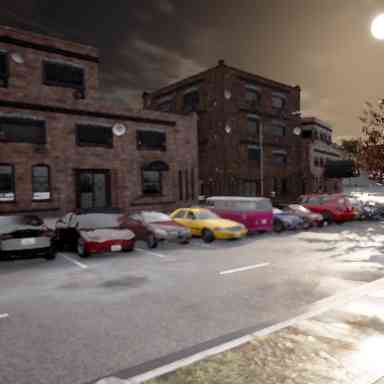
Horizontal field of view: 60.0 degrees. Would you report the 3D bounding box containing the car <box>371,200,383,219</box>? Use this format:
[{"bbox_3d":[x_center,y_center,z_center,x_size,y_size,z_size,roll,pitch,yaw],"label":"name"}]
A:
[{"bbox_3d":[12.737,1.312,27.249,2.185,1.767,4.553,0,0,-41],"label":"car"}]

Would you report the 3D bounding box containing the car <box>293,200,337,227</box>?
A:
[{"bbox_3d":[6.525,1.509,21.852,2.163,1.488,4.792,0,0,-40],"label":"car"}]

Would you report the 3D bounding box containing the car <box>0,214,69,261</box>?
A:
[{"bbox_3d":[-6.269,1.532,11.836,2.163,1.488,4.792,0,0,-36],"label":"car"}]

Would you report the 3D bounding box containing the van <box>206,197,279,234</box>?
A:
[{"bbox_3d":[2.315,1.269,18.581,1.878,1.987,4.442,0,0,-39],"label":"van"}]

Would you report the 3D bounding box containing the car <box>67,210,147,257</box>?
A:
[{"bbox_3d":[-4.050,1.533,13.424,2.163,1.488,4.792,0,0,-37],"label":"car"}]

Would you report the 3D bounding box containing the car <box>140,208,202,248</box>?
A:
[{"bbox_3d":[-1.899,1.543,15.109,2.002,1.452,4.674,0,0,-37],"label":"car"}]

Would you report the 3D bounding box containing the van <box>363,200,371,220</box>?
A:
[{"bbox_3d":[10.740,1.227,25.343,1.878,1.987,4.442,0,0,-41],"label":"van"}]

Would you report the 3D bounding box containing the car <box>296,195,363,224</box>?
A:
[{"bbox_3d":[8.564,1.217,23.662,2.435,2.045,5.566,0,0,-40],"label":"car"}]

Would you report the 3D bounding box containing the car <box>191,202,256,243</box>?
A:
[{"bbox_3d":[0.368,1.496,16.640,1.946,1.575,5.366,0,0,-38],"label":"car"}]

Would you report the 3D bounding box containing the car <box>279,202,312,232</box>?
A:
[{"bbox_3d":[4.496,1.528,20.201,2.002,1.452,4.674,0,0,-39],"label":"car"}]
